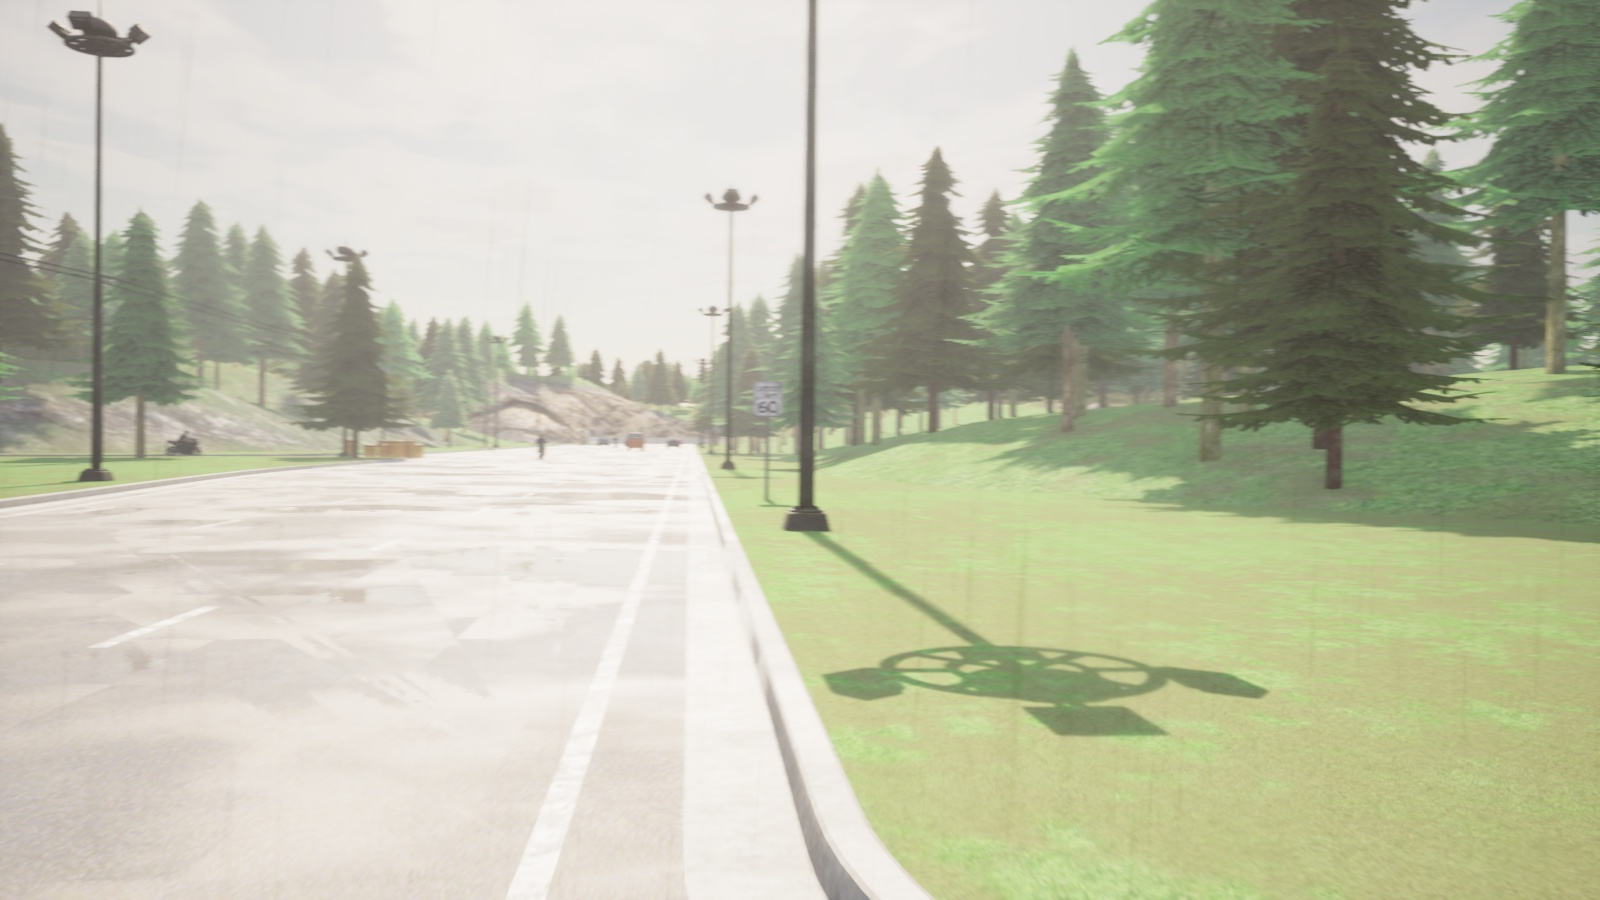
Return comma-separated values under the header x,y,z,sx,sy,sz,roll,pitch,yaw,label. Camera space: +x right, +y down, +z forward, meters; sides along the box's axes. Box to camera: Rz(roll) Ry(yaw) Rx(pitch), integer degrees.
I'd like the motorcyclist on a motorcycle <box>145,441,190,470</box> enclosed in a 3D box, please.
x,y,z,sx,sy,sz,roll,pitch,yaw,label
-34.635,0.294,68.748,0.797,1.523,2.044,-1,0,36,motorcyclist on a motorcycle
